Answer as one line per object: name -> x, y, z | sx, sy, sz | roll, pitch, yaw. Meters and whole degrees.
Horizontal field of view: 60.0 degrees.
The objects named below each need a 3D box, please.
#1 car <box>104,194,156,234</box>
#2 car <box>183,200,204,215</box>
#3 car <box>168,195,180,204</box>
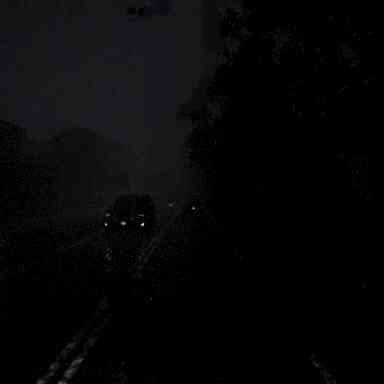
car -> -3.330, 1.154, 18.939 | 2.150, 2.045, 5.566 | 0, 0, 0
car -> 0.149, 1.461, 32.461 | 1.994, 1.385, 4.181 | 0, 0, 0
car -> -3.190, 1.298, 60.723 | 2.128, 1.511, 4.902 | 0, 0, 1
